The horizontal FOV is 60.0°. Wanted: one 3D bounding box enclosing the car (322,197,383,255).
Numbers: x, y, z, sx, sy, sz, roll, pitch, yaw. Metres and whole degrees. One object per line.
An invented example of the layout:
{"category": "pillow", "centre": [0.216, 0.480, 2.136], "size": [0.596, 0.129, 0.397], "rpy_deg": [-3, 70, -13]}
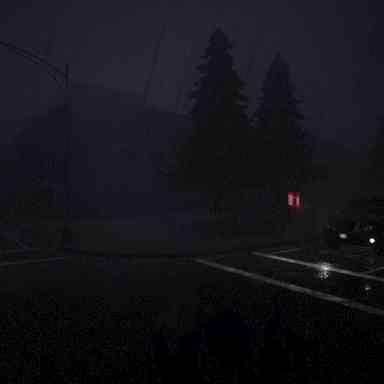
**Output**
{"category": "car", "centre": [7.713, 1.248, 13.737], "size": [5.566, 2.045, 2.150], "rpy_deg": [0, 0, -37]}
